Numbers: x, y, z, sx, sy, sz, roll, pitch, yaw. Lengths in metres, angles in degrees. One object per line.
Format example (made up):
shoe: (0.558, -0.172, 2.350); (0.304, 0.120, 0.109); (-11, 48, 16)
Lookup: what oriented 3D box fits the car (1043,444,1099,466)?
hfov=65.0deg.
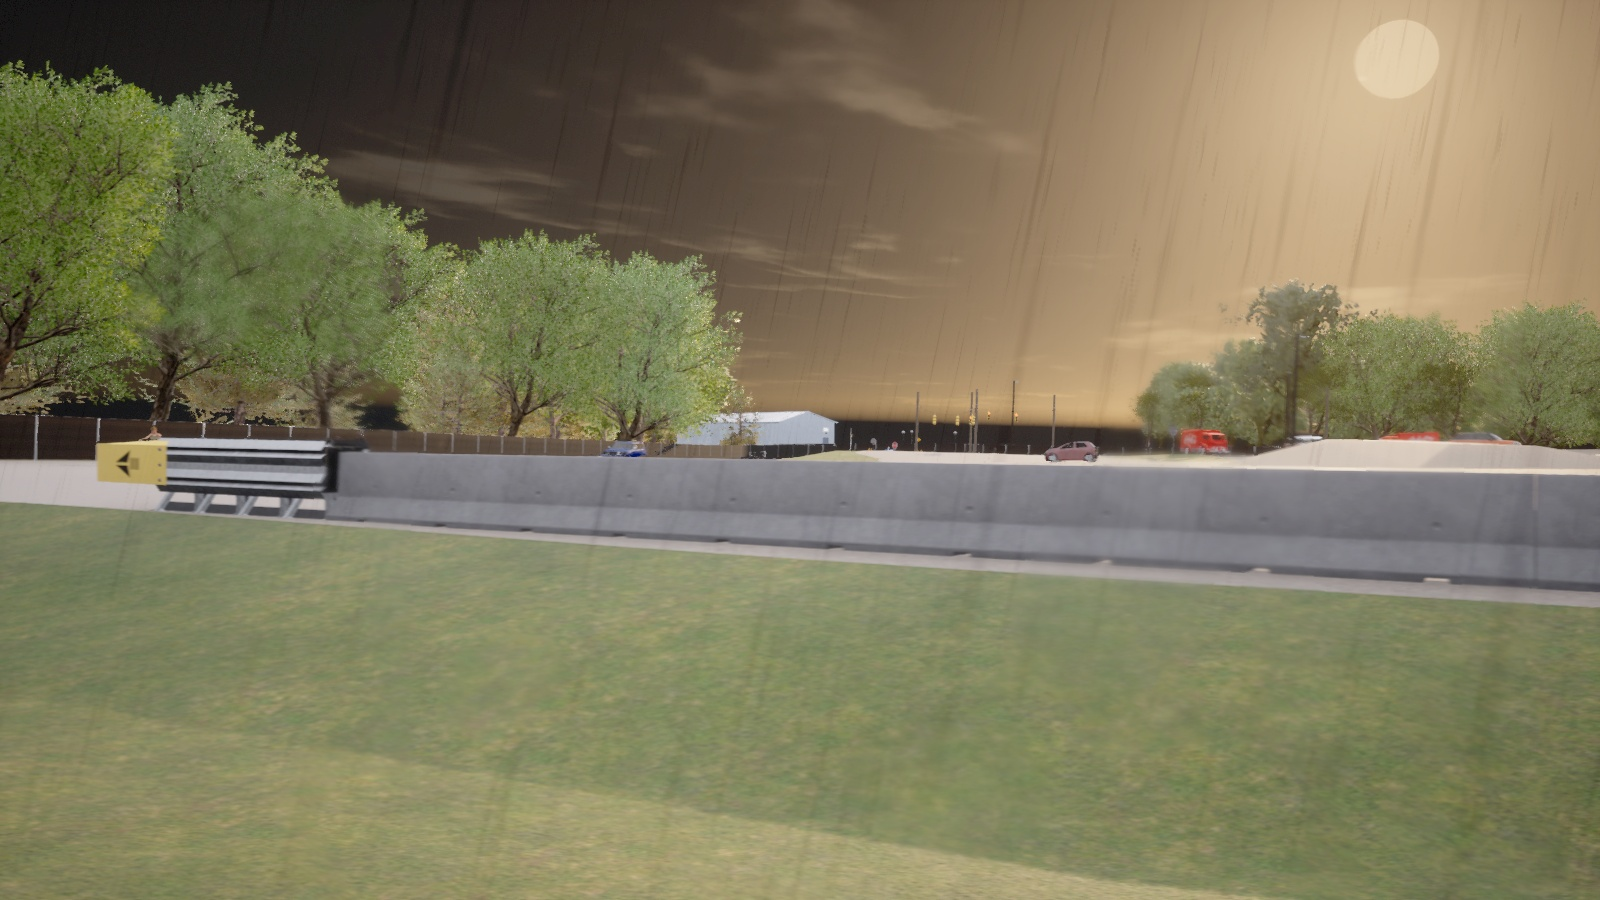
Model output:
car: (18.892, 0.345, 87.503); (3.633, 1.501, 1.845); (0, -2, 21)

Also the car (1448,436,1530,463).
car: (46.073, -0.002, 83.999); (4.553, 1.767, 2.097); (0, 0, 38)
